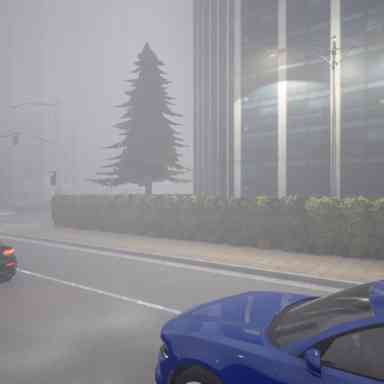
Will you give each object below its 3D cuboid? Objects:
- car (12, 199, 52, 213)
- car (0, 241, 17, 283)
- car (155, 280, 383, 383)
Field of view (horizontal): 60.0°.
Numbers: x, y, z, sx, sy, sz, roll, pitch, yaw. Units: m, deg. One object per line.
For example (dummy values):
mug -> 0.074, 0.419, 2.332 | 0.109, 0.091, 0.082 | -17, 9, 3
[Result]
car -> -17.212, 1.547, 37.467 | 2.033, 1.411, 5.357 | 0, 0, 36
car -> -6.203, 1.526, 8.376 | 4.674, 1.442, 1.812 | 0, 0, 36
car -> 1.923, 1.478, 2.622 | 5.008, 1.535, 1.882 | 0, 0, 36
